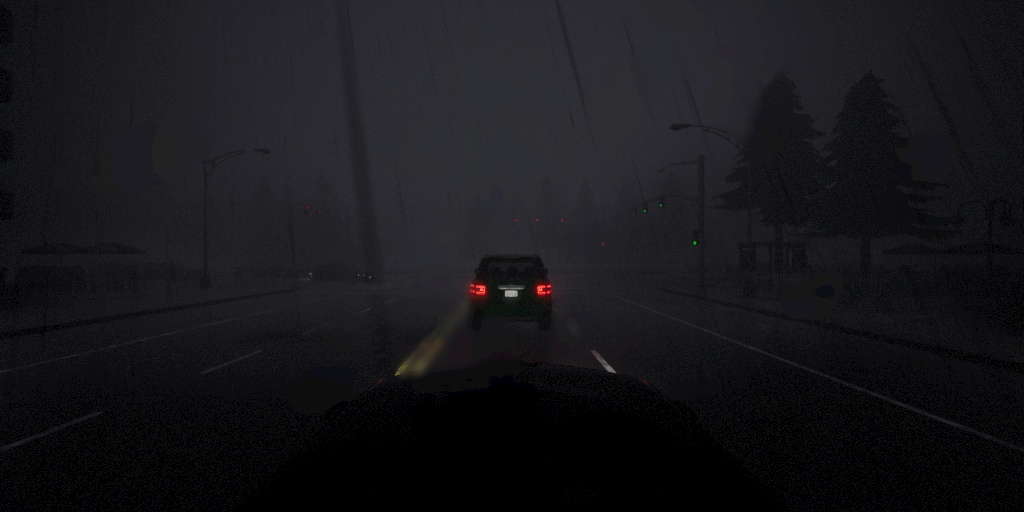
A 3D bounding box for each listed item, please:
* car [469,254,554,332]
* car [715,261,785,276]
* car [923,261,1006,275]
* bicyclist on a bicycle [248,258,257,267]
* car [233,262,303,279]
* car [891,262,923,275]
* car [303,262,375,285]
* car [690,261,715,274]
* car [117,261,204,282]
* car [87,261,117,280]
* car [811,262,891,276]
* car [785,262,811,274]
[{"bbox_3d":[-0.018,0.971,11.060,2.150,2.045,5.566,0,0,0],"label":"car"},{"bbox_3d":[22.954,1.186,34.707,4.902,1.511,2.128,0,0,0],"label":"car"},{"bbox_3d":[42.817,1.186,33.635,4.902,1.511,2.128,0,0,13],"label":"car"},{"bbox_3d":[-30.088,0.995,41.582,0.582,1.620,1.656,0,0,0],"label":"bicyclist on a bicycle"},{"bbox_3d":[-20.702,1.242,30.676,5.357,1.411,2.033,0,0,-1],"label":"car"},{"bbox_3d":[41.912,1.295,37.413,4.718,1.301,1.895,0,0,10],"label":"car"},{"bbox_3d":[-12.175,1.229,25.755,4.892,1.490,1.837,1,-1,19],"label":"car"},{"bbox_3d":[21.507,1.220,38.202,4.674,1.442,1.812,0,0,0],"label":"car"},{"bbox_3d":[-26.072,1.172,27.094,5.008,1.535,1.882,0,0,-1],"label":"car"},{"bbox_3d":[-32.808,1.200,30.391,4.892,1.490,1.837,0,0,-3],"label":"car"},{"bbox_3d":[32.705,1.242,34.701,5.357,1.411,2.033,0,0,1],"label":"car"},{"bbox_3d":[30.612,1.295,38.206,4.718,1.301,1.895,0,0,1],"label":"car"}]
